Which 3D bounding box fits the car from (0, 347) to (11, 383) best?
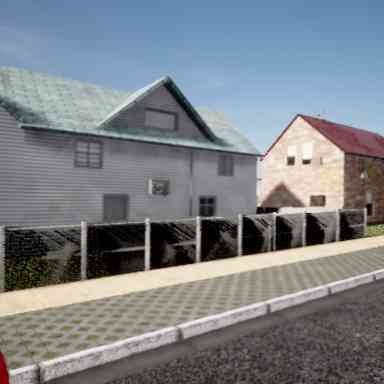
[{"bbox_3d":[-3.184,1.471,0.791,5.008,1.535,1.882,0,0,-35],"label":"car"}]
